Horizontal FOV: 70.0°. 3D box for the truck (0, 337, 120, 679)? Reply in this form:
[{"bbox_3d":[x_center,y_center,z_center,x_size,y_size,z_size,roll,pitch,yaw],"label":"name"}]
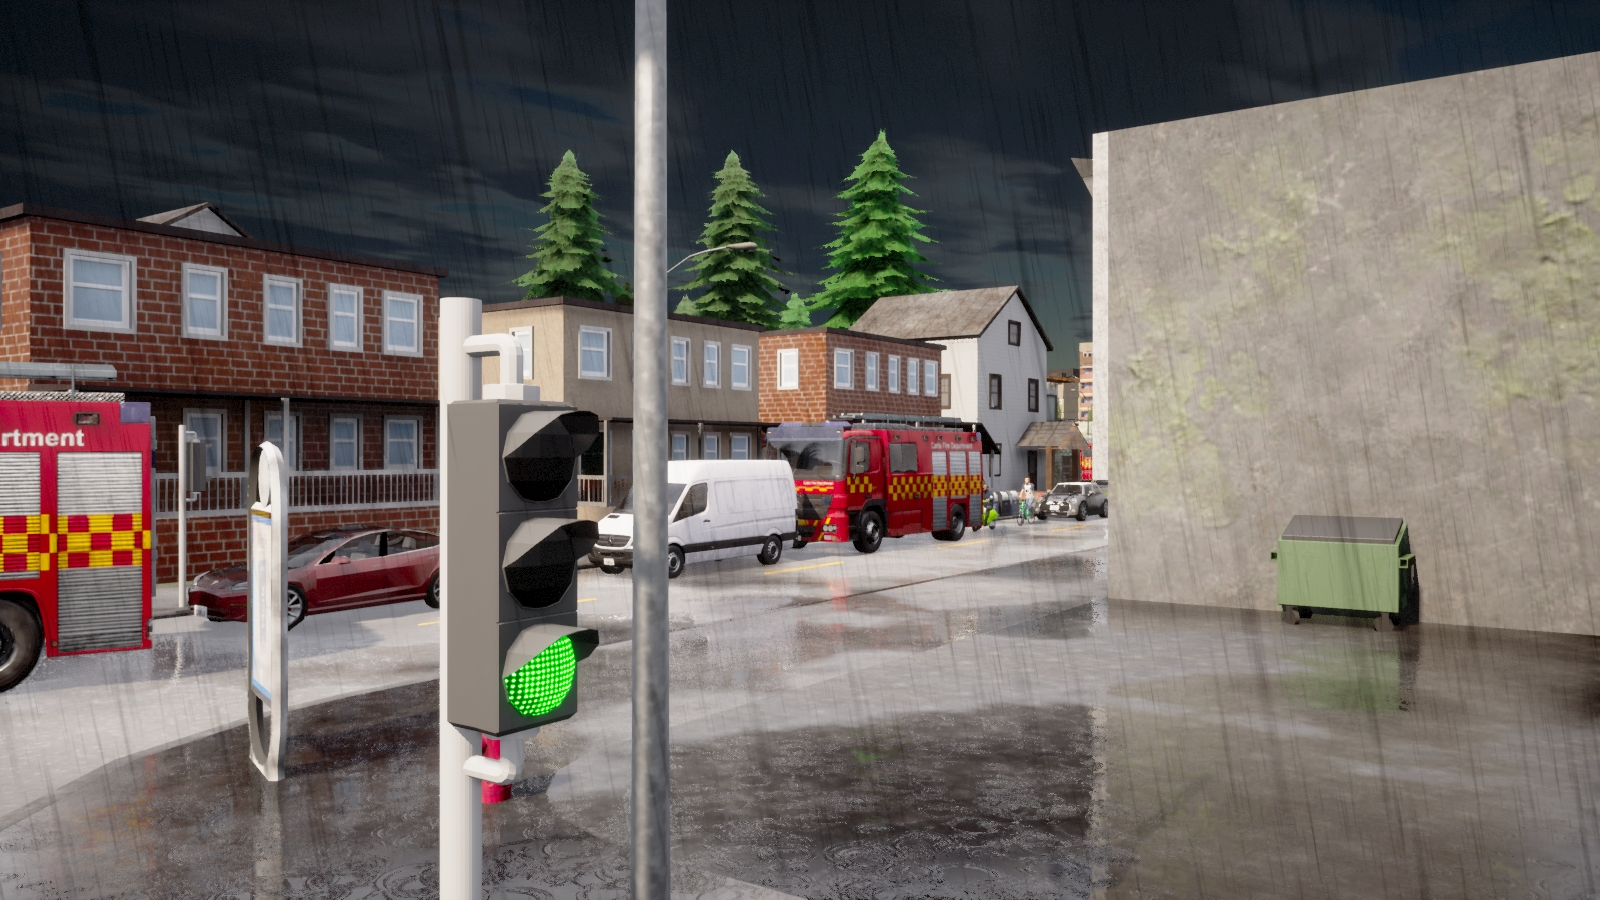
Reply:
[{"bbox_3d":[-12.338,0.662,12.405,8.468,3.827,2.891,0,0,-32],"label":"truck"}]

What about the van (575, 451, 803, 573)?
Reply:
[{"bbox_3d":[-2.442,1.307,26.996,1.988,2.561,5.915,0,0,35],"label":"van"}]

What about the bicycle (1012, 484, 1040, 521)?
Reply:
[{"bbox_3d":[8.406,1.928,42.476,0.373,1.296,1.643,0,0,35],"label":"bicycle"}]

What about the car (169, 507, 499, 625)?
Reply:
[{"bbox_3d":[-7.740,1.835,19.443,2.163,1.488,4.792,0,0,35],"label":"car"}]

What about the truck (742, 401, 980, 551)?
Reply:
[{"bbox_3d":[2.054,0.663,33.403,2.891,3.827,8.468,0,0,35],"label":"truck"}]

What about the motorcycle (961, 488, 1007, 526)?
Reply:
[{"bbox_3d":[6.398,1.954,39.613,0.856,1.236,1.805,0,0,35],"label":"motorcycle"}]

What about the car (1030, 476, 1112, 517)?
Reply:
[{"bbox_3d":[11.003,1.837,46.179,1.970,1.475,3.806,0,0,35],"label":"car"}]
